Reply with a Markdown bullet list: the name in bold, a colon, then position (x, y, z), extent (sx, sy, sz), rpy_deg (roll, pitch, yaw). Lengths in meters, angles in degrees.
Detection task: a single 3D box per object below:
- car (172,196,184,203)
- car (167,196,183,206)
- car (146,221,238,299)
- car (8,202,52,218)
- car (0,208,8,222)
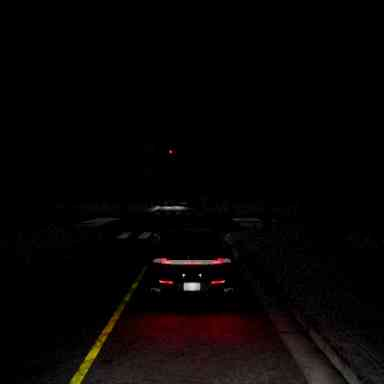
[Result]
- **car**: position (-2.755, 1.449, 67.356), extent (2.033, 1.411, 5.357), rpy_deg (0, 0, 0)
- **car**: position (-2.833, 1.532, 51.240), extent (1.895, 1.301, 4.718), rpy_deg (0, 0, 0)
- **car**: position (0.002, 1.487, 8.403), extent (2.128, 1.511, 4.902), rpy_deg (0, 0, 0)
- **car**: position (-14.760, 1.563, 29.581), extent (4.313, 1.339, 1.947), rpy_deg (0, 0, 0)
- **car**: position (-14.766, 1.527, 21.554), extent (4.313, 1.339, 1.947), rpy_deg (0, 0, 0)
